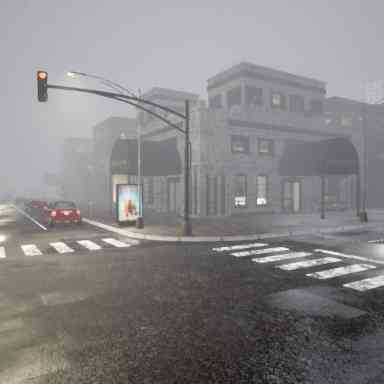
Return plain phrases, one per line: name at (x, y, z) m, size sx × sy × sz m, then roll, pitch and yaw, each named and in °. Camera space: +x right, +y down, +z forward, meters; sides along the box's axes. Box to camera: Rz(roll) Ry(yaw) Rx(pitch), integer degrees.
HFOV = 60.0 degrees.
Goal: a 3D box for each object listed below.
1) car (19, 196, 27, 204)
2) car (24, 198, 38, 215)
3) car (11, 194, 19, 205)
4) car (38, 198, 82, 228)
car at (-17.207, 1.338, 36.038) m, size 2.008 × 1.369 × 4.403 m, roll -1°, pitch 1°, yaw -31°
car at (-14.279, 1.390, 31.151) m, size 1.802 × 1.307 × 4.206 m, roll -1°, pitch 1°, yaw -31°
car at (-25.989, 1.279, 50.699) m, size 2.008 × 1.369 × 4.403 m, roll -1°, pitch 1°, yaw -31°
car at (-8.426, 1.292, 21.375) m, size 1.967 × 1.590 × 4.097 m, roll -1°, pitch 1°, yaw -31°
